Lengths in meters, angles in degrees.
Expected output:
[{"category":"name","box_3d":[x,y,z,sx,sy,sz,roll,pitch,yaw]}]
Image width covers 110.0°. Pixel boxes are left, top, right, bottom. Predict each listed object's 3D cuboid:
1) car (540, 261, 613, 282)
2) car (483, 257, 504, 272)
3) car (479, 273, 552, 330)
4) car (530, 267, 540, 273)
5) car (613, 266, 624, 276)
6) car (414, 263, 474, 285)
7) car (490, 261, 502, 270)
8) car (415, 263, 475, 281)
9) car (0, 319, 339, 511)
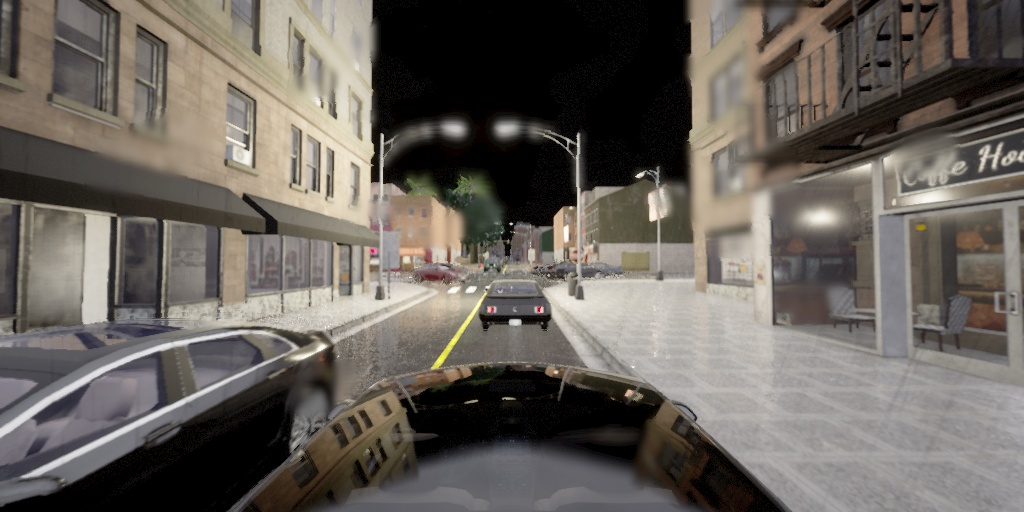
[{"category":"car","box_3d":[4.941,1.161,27.357,4.892,1.490,1.837,0,-5,-24]},{"category":"car","box_3d":[-2.679,1.185,50.434,2.150,2.045,5.566,0,0,2]},{"category":"car","box_3d":[0.081,1.402,11.299,1.895,1.301,4.718,0,0,0]},{"category":"car","box_3d":[4.410,1.454,38.231,4.902,1.511,2.128,-1,-2,-1]},{"category":"car","box_3d":[8.071,1.377,35.021,5.357,1.411,2.033,-1,-2,-1]},{"category":"car","box_3d":[-5.183,1.267,25.957,4.674,1.442,1.812,-1,-2,36]},{"category":"car","box_3d":[-2.630,1.602,60.570,1.895,1.301,4.718,0,0,0]},{"category":"car","box_3d":[-5.781,1.375,31.420,4.902,1.511,2.128,0,-2,-1]},{"category":"car","box_3d":[-2.845,1.243,2.066,2.128,1.511,4.902,0,0,0]}]
